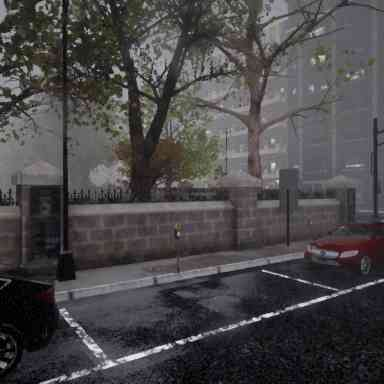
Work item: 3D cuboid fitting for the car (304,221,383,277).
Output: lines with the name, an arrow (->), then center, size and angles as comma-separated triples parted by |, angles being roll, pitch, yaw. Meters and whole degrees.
car -> 5.243, 1.581, 10.201 | 4.206, 1.307, 1.802 | 0, 0, -35

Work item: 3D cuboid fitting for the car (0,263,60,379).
car -> -3.830, 1.566, 3.858 | 4.313, 1.339, 1.947 | 0, 0, -35
